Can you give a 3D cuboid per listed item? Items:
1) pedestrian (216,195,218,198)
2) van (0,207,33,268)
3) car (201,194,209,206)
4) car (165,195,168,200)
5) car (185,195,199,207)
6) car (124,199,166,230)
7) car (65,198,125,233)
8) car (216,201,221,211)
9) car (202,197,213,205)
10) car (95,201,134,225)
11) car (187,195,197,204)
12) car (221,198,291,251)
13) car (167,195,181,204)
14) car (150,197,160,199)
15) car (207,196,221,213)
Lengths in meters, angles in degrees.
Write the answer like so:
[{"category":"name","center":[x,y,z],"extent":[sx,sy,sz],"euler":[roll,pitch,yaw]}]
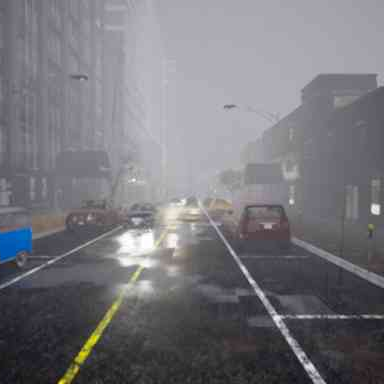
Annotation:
[{"category":"pedestrian","center":[2.994,1.245,39.426],"extent":[0.375,1.860,0.375],"euler":[-1,1,-2]},{"category":"van","center":[-5.707,1.331,8.552],"extent":[1.690,1.788,3.998],"euler":[-1,0,0]},{"category":"car","center":[2.670,1.500,52.820],"extent":[1.947,1.339,4.313],"euler":[-1,0,0]},{"category":"car","center":[-5.716,1.341,80.505],"extent":[1.967,1.590,4.097],"euler":[-1,0,0]},{"category":"car","center":[-0.005,1.444,50.483],"extent":[1.837,1.490,4.892],"euler":[0,0,0]},{"category":"car","center":[-3.102,1.465,21.094],"extent":[2.128,1.511,4.902],"euler":[0,0,0]},{"category":"car","center":[-5.709,1.291,19.621],"extent":[2.192,1.841,5.009],"euler":[-1,0,0]},{"category":"car","center":[2.675,1.501,19.783],"extent":[1.752,1.417,4.829],"euler":[-1,0,0]},{"category":"car","center":[2.670,1.510,58.354],"extent":[1.802,1.307,4.206],"euler":[-1,0,0]},{"category":"car","center":[-5.706,1.495,24.987],"extent":[1.752,1.417,4.829],"euler":[-1,0,0]},{"category":"car","center":[-0.010,1.397,63.912],"extent":[1.882,1.535,5.008],"euler":[0,0,0]},{"category":"car","center":[2.672,1.298,14.078],"extent":[2.192,1.841,5.009],"euler":[-1,0,0]},{"category":"car","center":[-3.036,1.484,62.736],"extent":[1.994,1.385,4.181],"euler":[0,0,1]},{"category":"car","center":[-5.710,1.467,47.126],"extent":[1.752,1.417,4.829],"euler":[-1,0,0]},{"category":"car","center":[2.994,1.433,36.436],"extent":[1.882,1.535,5.008],"euler":[0,0,0]}]
